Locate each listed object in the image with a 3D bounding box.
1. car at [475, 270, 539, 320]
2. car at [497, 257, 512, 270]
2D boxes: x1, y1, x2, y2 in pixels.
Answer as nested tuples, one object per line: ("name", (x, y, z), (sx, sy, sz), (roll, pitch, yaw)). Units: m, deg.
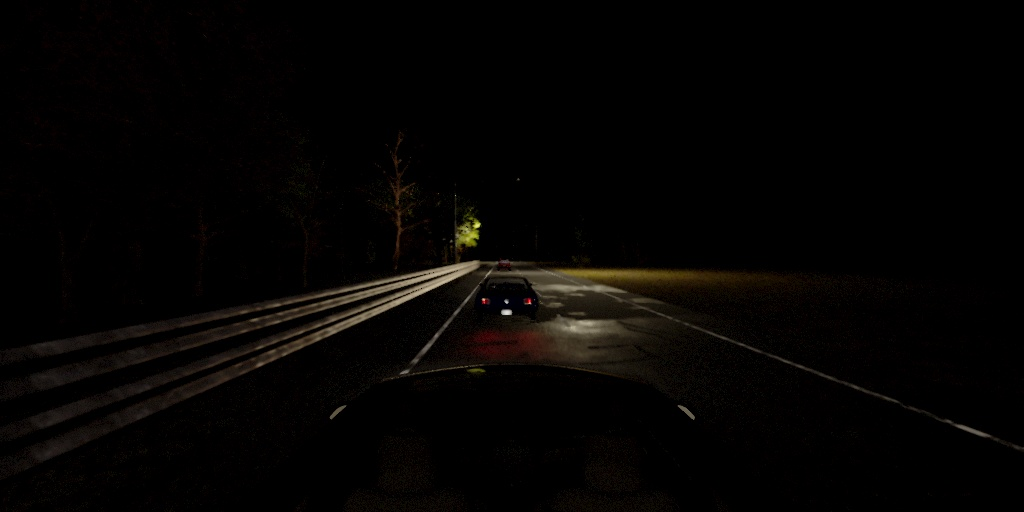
("car", (-0.203, 1.341, 12.577), (1.895, 1.301, 4.718), (0, 0, -1))
("car", (-1.052, 1.253, 49.510), (2.033, 1.411, 5.357), (0, 0, -1))
